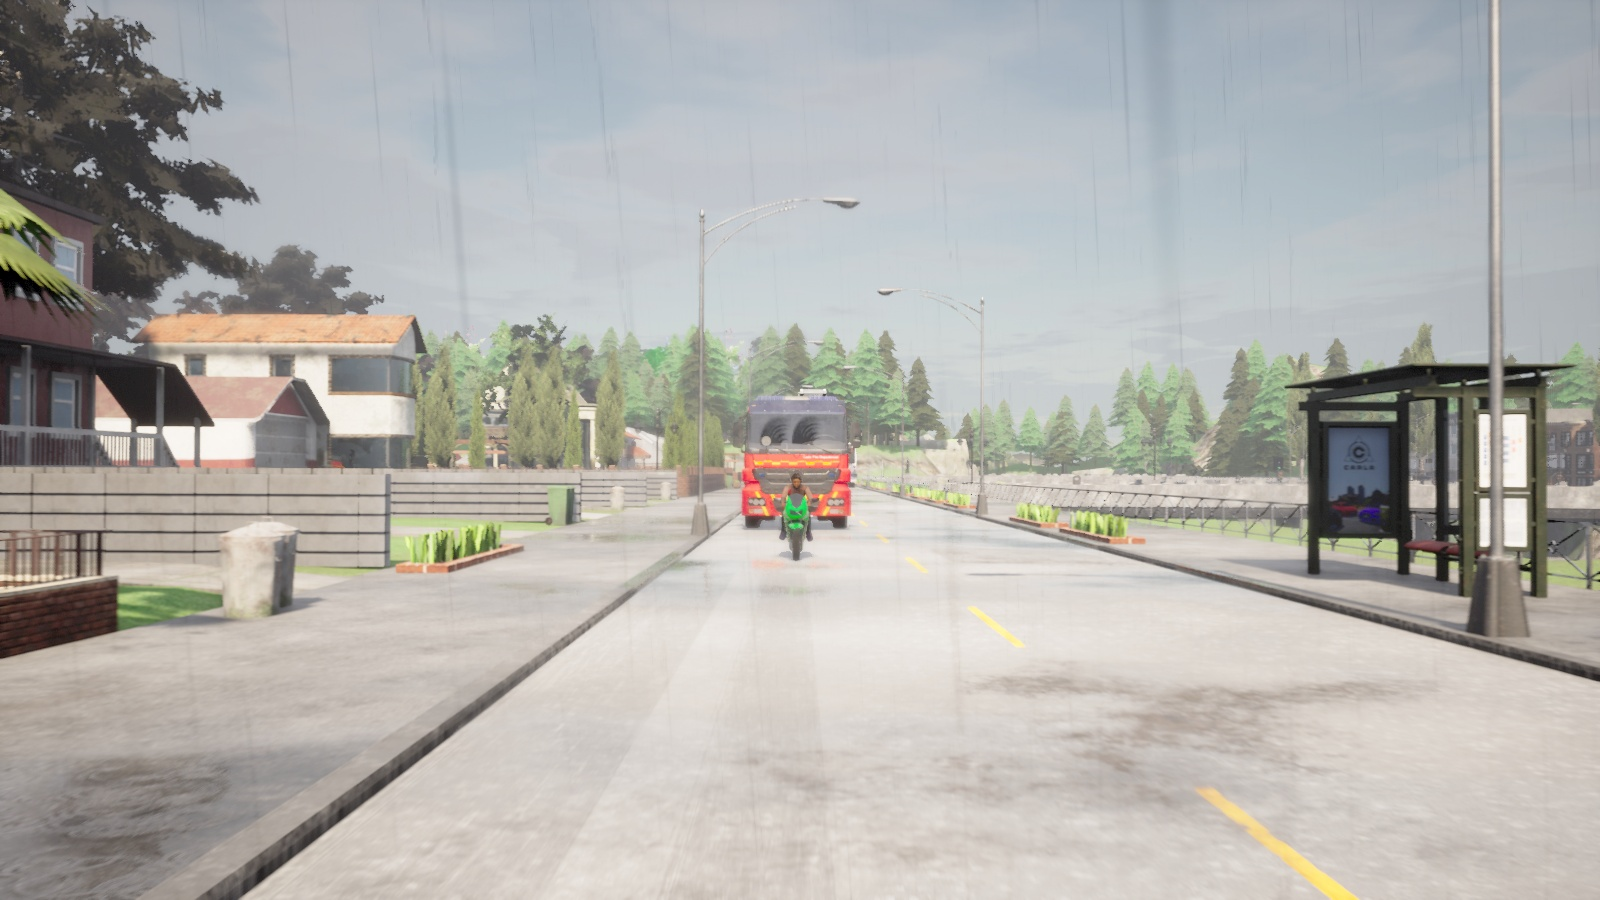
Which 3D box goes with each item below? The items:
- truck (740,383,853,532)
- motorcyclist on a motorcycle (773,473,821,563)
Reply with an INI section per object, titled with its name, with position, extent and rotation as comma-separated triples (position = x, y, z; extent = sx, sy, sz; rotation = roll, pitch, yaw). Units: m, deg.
[truck]
position = -0.093, 0.261, 36.467
extent = 2.891, 3.827, 8.468
rotation = 0, -1, 0
[motorcyclist on a motorcycle]
position = -0.053, 1.170, 22.310
extent = 0.797, 1.523, 2.044
rotation = 0, -1, 0
